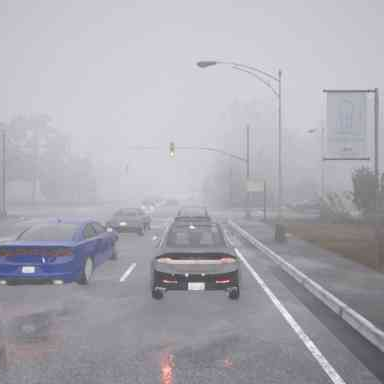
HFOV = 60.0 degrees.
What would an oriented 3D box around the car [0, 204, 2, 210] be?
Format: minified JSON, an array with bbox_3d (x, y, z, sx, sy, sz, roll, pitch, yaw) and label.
[{"bbox_3d":[-23.386,1.491,36.317,4.902,1.511,2.128,0,0,2],"label":"car"}]

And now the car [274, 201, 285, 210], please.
[{"bbox_3d":[12.829,1.491,41.632,4.902,1.511,2.128,0,0,3],"label":"car"}]

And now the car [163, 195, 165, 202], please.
[{"bbox_3d":[-7.308,1.354,75.835,2.097,1.767,4.553,0,0,0],"label":"car"}]

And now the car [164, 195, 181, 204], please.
[{"bbox_3d":[-3.635,1.600,62.085,1.895,1.301,4.718,0,0,0],"label":"car"}]

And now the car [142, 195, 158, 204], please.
[{"bbox_3d":[-7.308,1.504,56.543,1.837,1.490,4.892,0,0,0],"label":"car"}]

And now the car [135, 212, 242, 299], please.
[{"bbox_3d":[0.068,1.491,8.438,2.128,1.511,4.902,0,0,0],"label":"car"}]

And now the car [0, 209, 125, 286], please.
[{"bbox_3d":[-3.437,1.478,9.451,1.882,1.535,5.008,0,0,0],"label":"car"}]

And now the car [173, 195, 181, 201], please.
[{"bbox_3d":[-3.855,1.523,87.235,1.812,1.442,4.674,0,0,0],"label":"car"}]

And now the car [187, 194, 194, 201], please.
[{"bbox_3d":[-0.348,1.517,85.636,2.128,1.511,4.902,0,0,0],"label":"car"}]

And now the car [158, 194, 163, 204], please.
[{"bbox_3d":[-7.296,1.504,65.911,1.837,1.490,4.892,0,0,0],"label":"car"}]

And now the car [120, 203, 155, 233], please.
[{"bbox_3d":[-3.474,1.564,18.691,1.994,1.385,4.181,0,0,0],"label":"car"}]

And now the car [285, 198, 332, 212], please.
[{"bbox_3d":[13.549,1.525,38.074,4.674,1.442,1.812,0,0,3],"label":"car"}]

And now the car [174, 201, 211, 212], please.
[{"bbox_3d":[0.027,1.477,18.083,1.882,1.535,5.008,0,0,0],"label":"car"}]

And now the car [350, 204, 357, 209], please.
[{"bbox_3d":[22.567,1.542,41.109,5.357,1.411,2.033,0,0,3],"label":"car"}]
